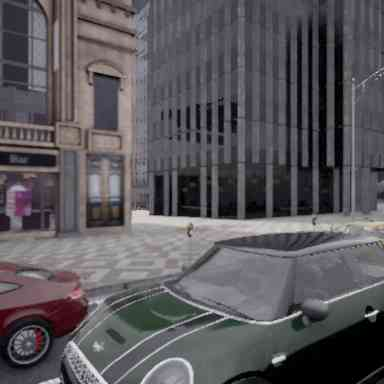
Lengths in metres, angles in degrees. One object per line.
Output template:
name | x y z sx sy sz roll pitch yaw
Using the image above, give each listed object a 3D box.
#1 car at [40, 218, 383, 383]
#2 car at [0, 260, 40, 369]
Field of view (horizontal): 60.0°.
car | 0.877 1.350 4.003 4.553 1.767 2.097 0 0 -35
car | -3.461 1.582 4.179 4.206 1.307 1.802 0 0 -35
